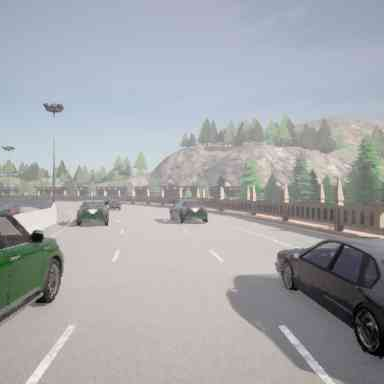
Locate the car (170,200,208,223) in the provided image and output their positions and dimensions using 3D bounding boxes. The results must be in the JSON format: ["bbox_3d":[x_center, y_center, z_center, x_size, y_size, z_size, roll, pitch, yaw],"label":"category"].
[{"bbox_3d":[-0.345,1.366,25.778,2.097,1.767,4.553,0,0,-15],"label":"car"}]

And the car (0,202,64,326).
[{"bbox_3d":[-3.733,1.216,4.924,2.150,2.045,5.566,0,-1,-4],"label":"car"}]

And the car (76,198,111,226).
[{"bbox_3d":[-7.159,1.380,24.176,2.097,1.767,4.553,0,0,-15],"label":"car"}]

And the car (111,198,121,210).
[{"bbox_3d":[-10.380,1.560,42.585,2.128,1.511,4.902,0,0,-25],"label":"car"}]

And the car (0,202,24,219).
[{"bbox_3d":[-16.654,1.636,30.192,1.994,1.385,4.181,0,0,-21],"label":"car"}]

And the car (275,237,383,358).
[{"bbox_3d":[3.194,1.546,5.995,2.033,1.411,5.357,0,0,-5],"label":"car"}]
